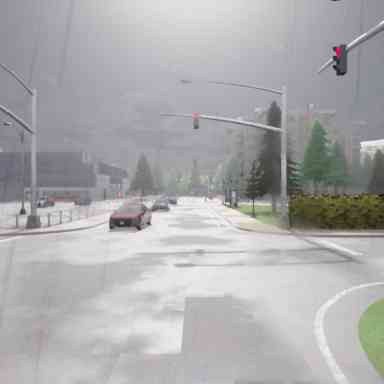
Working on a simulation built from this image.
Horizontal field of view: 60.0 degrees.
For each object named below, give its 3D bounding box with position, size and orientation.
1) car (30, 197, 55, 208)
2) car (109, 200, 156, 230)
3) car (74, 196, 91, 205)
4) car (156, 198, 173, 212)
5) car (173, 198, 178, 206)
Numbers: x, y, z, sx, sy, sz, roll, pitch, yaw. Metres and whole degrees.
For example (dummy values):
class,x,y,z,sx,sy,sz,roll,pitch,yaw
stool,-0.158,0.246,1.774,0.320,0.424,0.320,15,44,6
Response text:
class,x,y,z,sx,sy,sz,roll,pitch,yaw
car,-20.482,1.384,45.687,1.970,1.475,3.806,0,0,0
car,-3.797,1.478,21.147,1.882,1.535,5.008,0,0,3
car,-17.425,1.374,53.076,1.845,1.501,3.633,0,0,0
car,-3.571,1.504,39.005,1.837,1.490,4.892,0,0,0
car,-3.467,1.653,56.329,1.895,1.301,4.718,0,0,0
